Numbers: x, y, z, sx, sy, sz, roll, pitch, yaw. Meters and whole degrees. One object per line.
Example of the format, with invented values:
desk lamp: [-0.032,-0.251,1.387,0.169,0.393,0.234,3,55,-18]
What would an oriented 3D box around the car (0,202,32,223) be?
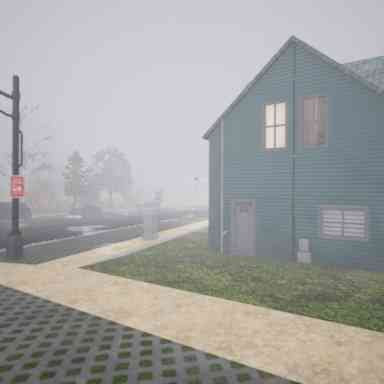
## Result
car: [-15.774,1.610,27.964,2.097,1.767,4.553,0,-1,17]

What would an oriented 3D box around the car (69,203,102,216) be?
car: [-12.293,1.991,38.598,1.994,1.385,4.181,0,-1,19]

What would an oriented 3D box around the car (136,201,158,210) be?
car: [-7.078,2.060,53.055,1.895,1.301,4.718,0,-1,21]
